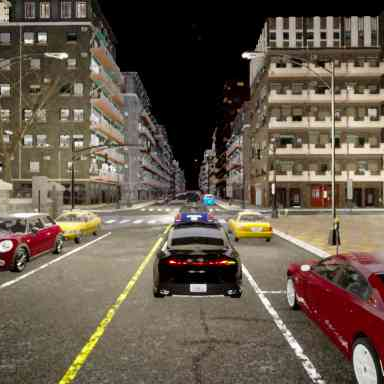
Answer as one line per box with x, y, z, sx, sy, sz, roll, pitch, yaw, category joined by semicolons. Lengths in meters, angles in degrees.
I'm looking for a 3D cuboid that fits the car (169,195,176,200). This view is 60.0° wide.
-5.588;1.516;88.192;1.802;1.307;4.206;1;0;0;car

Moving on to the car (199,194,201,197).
2.762;1.519;59.772;1.887;1.381;4.507;1;0;0;car

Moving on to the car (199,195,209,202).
2.780;1.503;76.784;2.008;1.369;4.403;1;0;0;car

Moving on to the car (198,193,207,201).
2.795;1.249;88.126;2.192;1.841;5.009;1;0;0;car

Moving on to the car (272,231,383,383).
2.705;1.546;4.874;1.887;1.381;4.507;1;0;0;car

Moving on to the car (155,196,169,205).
-5.618;1.556;59.837;1.802;1.307;4.206;1;0;0;car

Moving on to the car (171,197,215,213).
0.140;1.354;18.757;2.097;1.767;4.553;0;0;1;car

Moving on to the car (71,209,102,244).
-5.664;1.527;15.963;1.752;1.417;4.829;1;0;0;car

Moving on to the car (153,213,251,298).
0.112;1.506;8.497;1.837;1.490;4.892;0;0;0;car

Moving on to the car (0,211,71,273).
-5.669;1.442;10.519;1.967;1.590;4.097;1;0;0;car

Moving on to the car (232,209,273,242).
2.716;1.527;16.277;1.752;1.417;4.829;1;0;0;car

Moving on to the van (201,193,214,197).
2.759;1.321;54.100;1.690;1.788;3.998;1;0;0;van
